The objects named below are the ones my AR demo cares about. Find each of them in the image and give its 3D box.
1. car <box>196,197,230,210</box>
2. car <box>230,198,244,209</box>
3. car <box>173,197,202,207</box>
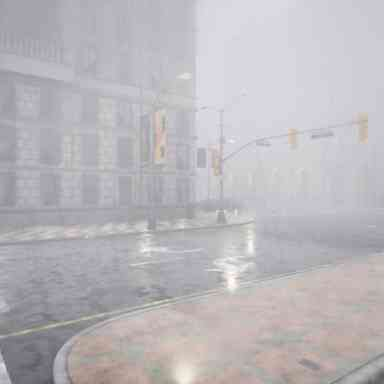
[{"bbox_3d":[2.326,1.564,42.245,1.994,1.385,4.181,0,0,-36],"label":"car"},{"bbox_3d":[4.887,1.505,44.678,1.837,1.490,4.892,0,0,-36],"label":"car"},{"bbox_3d":[-0.798,1.547,52.624,2.033,1.411,5.357,0,0,-35],"label":"car"}]
